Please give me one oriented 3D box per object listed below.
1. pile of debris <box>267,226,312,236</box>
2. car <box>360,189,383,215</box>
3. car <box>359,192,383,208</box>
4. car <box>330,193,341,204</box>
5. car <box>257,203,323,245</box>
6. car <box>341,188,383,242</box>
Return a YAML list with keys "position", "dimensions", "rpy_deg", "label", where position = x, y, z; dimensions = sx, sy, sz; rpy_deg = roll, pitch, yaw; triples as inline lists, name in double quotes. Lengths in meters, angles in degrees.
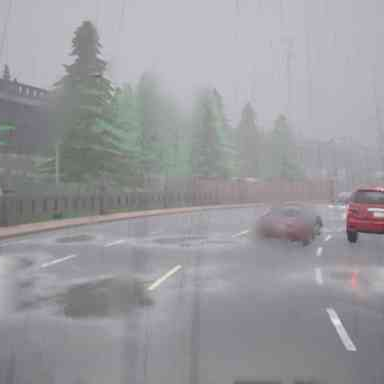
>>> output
- position: [4.490, 1.758, 15.218]
  dimensions: [1.500, 0.140, 1.860]
  rpy_deg: [1, 2, 32]
  label: "pile of debris"
- position: [14.735, 0.692, 25.029]
  dimensions: [4.553, 1.767, 2.097]
  rpy_deg: [-1, 2, -39]
  label: "car"
- position: [18.846, 0.733, 32.862]
  dimensions: [5.357, 1.411, 2.033]
  rpy_deg: [-1, 2, -37]
  label: "car"
- position: [16.737, 0.611, 35.653]
  dimensions: [4.674, 1.442, 1.812]
  rpy_deg: [-1, 2, -37]
  label: "car"
- position: [4.178, 1.166, 13.811]
  dimensions: [1.994, 1.385, 4.181]
  rpy_deg: [4, 4, 28]
  label: "car"
- position: [7.744, 0.855, 13.463]
  dimensions: [2.150, 2.045, 5.566]
  rpy_deg: [1, 1, 33]
  label: "car"
